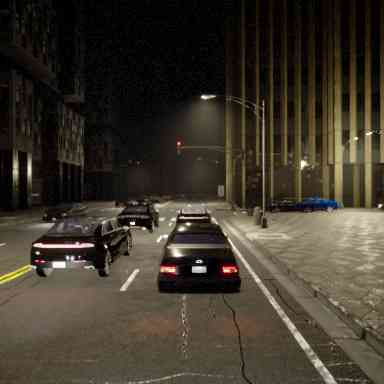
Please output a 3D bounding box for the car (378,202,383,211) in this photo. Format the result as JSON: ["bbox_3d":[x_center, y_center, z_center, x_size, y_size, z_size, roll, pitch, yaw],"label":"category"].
[{"bbox_3d":[22.197,1.343,34.989,4.902,1.511,2.128,0,0,0],"label":"car"}]

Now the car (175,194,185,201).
[{"bbox_3d":[-2.817,1.316,77.097,2.128,1.511,4.902,0,0,0],"label":"car"}]

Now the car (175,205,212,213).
[{"bbox_3d":[0.103,1.476,18.678,2.128,1.511,4.902,0,0,0],"label":"car"}]

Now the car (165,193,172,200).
[{"bbox_3d":[-6.047,1.125,80.708,2.097,1.767,4.553,0,0,0],"label":"car"}]

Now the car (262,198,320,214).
[{"bbox_3d":[9.253,1.485,31.785,4.718,1.301,1.895,0,0,0],"label":"car"}]

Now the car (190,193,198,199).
[{"bbox_3d":[0.492,1.117,87.500,2.128,1.511,4.902,0,0,0],"label":"car"}]

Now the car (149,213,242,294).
[{"bbox_3d":[0.148,1.544,8.934,2.033,1.411,5.357,0,0,0],"label":"car"}]

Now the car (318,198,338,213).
[{"bbox_3d":[12.731,1.369,35.023,5.008,1.535,1.882,0,0,1],"label":"car"}]

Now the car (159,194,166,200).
[{"bbox_3d":[-6.252,1.474,58.076,1.895,1.301,4.718,0,0,1],"label":"car"}]

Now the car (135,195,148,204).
[{"bbox_3d":[-9.453,1.382,62.467,1.812,1.442,4.674,0,0,1],"label":"car"}]

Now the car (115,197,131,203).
[{"bbox_3d":[-9.581,1.441,47.129,1.812,1.442,4.674,0,0,0],"label":"car"}]

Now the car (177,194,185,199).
[{"bbox_3d":[-2.757,1.187,87.549,1.895,1.301,4.718,0,0,0],"label":"car"}]

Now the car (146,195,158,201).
[{"bbox_3d":[-9.313,1.332,77.879,2.033,1.411,5.357,0,0,0],"label":"car"}]

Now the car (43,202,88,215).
[{"bbox_3d":[-9.705,1.518,26.052,2.033,1.411,5.357,0,0,0],"label":"car"}]

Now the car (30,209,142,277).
[{"bbox_3d":[-3.095,1.487,10.211,2.128,1.511,4.902,0,0,0],"label":"car"}]

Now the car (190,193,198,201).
[{"bbox_3d":[0.433,1.291,77.078,1.837,1.490,4.892,0,0,0],"label":"car"}]

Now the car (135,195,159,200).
[{"bbox_3d":[-6.337,1.408,46.499,2.128,1.511,4.902,0,0,1],"label":"car"}]

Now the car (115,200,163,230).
[{"bbox_3d":[-3.043,1.460,19.586,1.882,1.535,5.008,0,0,0],"label":"car"}]
